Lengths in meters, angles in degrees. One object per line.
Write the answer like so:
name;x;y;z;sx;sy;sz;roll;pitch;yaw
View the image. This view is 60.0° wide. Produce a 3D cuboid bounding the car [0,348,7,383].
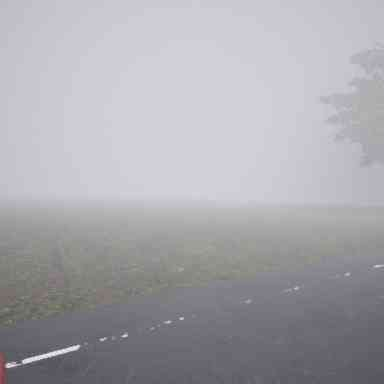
car;-3.883;1.213;1.257;5.566;2.045;2.150;0;0;-35
